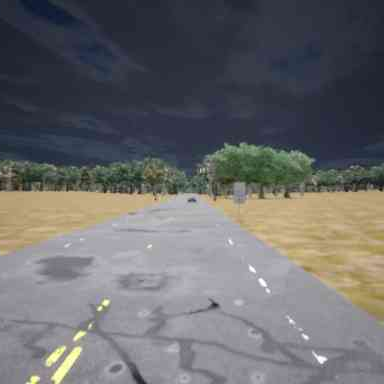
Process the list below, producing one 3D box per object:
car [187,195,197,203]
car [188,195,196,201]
[{"bbox_3d":[0.009,1.601,69.736,1.895,1.301,4.718,0,0,0],"label":"car"},{"bbox_3d":[0.010,1.401,79.726,1.812,1.442,4.674,0,0,0],"label":"car"}]
